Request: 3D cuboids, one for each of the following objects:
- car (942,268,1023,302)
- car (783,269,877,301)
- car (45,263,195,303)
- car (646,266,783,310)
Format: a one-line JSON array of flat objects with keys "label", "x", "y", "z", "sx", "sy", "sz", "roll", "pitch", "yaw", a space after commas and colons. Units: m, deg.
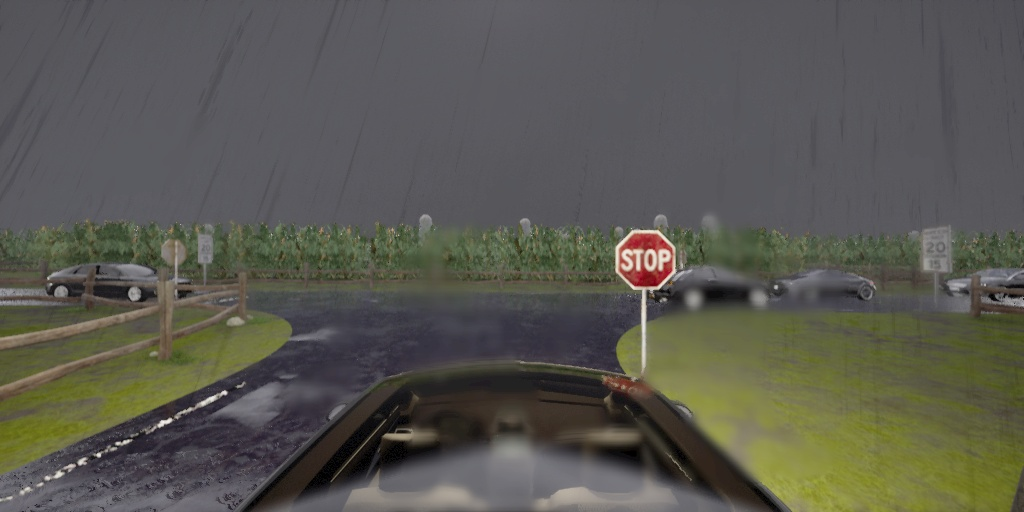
[{"label": "car", "x": 23.622, "y": 1.339, "z": 17.102, "sx": 4.902, "sy": 1.511, "sz": 2.128, "roll": 0, "pitch": 0, "yaw": 0}, {"label": "car", "x": 14.678, "y": 1.338, "z": 17.156, "sx": 4.181, "sy": 1.385, "sz": 1.994, "roll": 0, "pitch": 0, "yaw": 1}, {"label": "car", "x": -15.524, "y": 1.025, "z": 14.336, "sx": 4.892, "sy": 1.490, "sz": 1.837, "roll": 0, "pitch": 0, "yaw": 2}, {"label": "car", "x": 7.650, "y": 1.167, "z": 14.078, "sx": 5.008, "sy": 1.535, "sz": 1.882, "roll": 1, "pitch": -2, "yaw": -14}]
